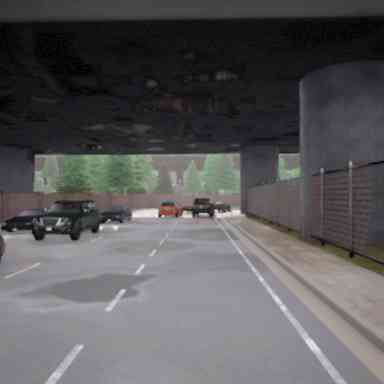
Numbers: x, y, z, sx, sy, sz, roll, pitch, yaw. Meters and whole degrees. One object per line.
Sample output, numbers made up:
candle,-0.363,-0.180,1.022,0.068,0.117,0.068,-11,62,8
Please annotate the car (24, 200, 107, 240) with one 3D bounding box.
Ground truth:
car,-6.787,1.456,18.670,2.150,2.045,5.566,0,-1,1

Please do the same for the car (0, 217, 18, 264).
car,-6.963,1.635,9.018,1.812,1.442,4.674,0,-1,1

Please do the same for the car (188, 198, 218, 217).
car,1.314,1.703,37.243,2.150,2.045,5.566,0,-1,8

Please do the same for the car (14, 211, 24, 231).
car,-10.221,1.819,21.949,2.033,1.411,5.357,0,-1,1

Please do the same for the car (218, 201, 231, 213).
car,4.210,2.122,47.571,1.837,1.490,4.892,0,-1,22

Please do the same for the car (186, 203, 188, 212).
car,-0.212,2.192,45.935,1.895,1.301,4.718,0,-1,17

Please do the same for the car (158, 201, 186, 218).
car,-2.302,1.819,36.465,2.097,1.767,4.553,0,-1,7

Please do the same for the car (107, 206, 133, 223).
car,-6.529,1.916,29.172,2.033,1.411,5.357,0,-1,2
